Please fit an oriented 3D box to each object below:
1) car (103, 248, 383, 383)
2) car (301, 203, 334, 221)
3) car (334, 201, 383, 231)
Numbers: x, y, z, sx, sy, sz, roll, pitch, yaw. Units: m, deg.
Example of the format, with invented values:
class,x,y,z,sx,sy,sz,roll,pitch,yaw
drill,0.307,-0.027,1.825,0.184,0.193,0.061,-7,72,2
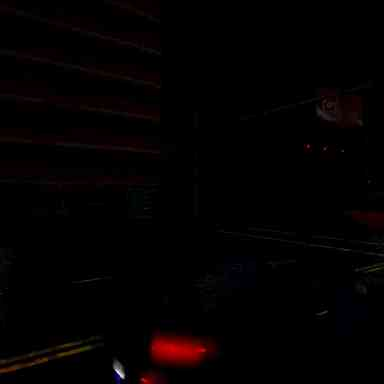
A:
class,x,y,z,sx,sy,sz,roll,pitch,yaw
car,1.162,1.526,4.570,4.674,1.442,1.812,0,0,-36
car,10.395,1.565,25.175,1.994,1.385,4.181,0,0,-36
car,10.819,1.353,18.600,2.097,1.767,4.553,0,0,-36
